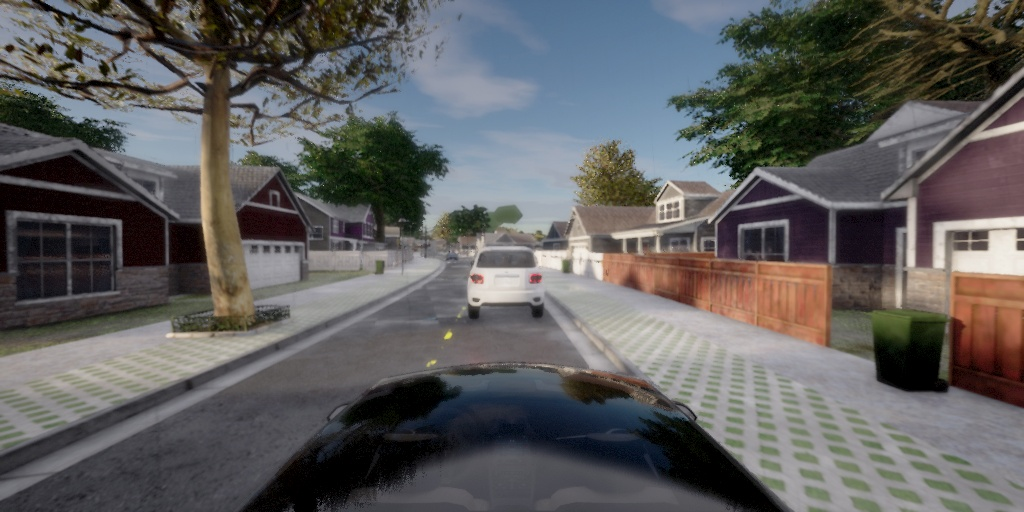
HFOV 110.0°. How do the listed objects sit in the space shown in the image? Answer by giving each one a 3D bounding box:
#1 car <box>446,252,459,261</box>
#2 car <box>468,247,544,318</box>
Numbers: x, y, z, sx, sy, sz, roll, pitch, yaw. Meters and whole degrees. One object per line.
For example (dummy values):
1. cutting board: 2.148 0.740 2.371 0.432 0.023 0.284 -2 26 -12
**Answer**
1. car: -9.492 0.086 56.750 2.033 1.411 5.357 0 1 -13
2. car: -0.233 0.735 12.006 2.150 2.045 5.566 0 0 -2
